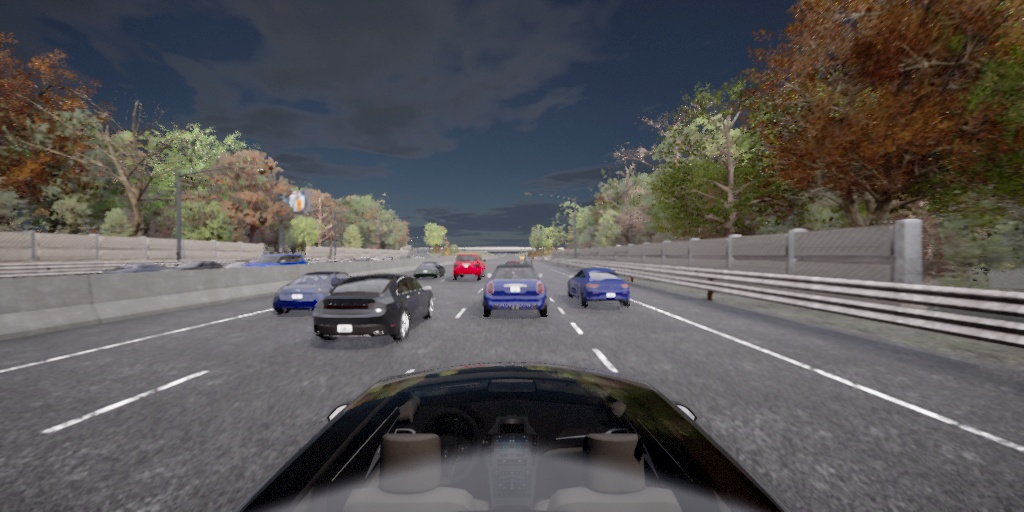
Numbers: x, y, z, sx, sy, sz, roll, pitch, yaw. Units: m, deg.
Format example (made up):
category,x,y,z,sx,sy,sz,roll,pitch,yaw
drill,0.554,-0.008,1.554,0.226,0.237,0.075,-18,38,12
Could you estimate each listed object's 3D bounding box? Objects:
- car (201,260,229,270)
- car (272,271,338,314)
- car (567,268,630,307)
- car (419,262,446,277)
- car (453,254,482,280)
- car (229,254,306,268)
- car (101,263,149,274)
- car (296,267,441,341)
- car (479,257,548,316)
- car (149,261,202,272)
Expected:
category,x,y,z,sx,sy,sz,roll,pitch,yaw
car,-21.091,1.155,27.923,1.812,1.442,4.674,0,0,0
car,-6.892,1.259,13.510,1.994,1.385,4.181,0,0,0
car,3.506,1.211,15.014,1.812,1.442,4.674,0,0,0
car,-6.886,1.181,30.494,1.994,1.385,4.181,0,0,0
car,-3.390,0.844,29.066,2.150,2.045,5.566,0,0,0
car,-17.589,0.857,26.675,2.150,2.045,5.566,0,0,0
car,-28.085,1.198,27.000,1.994,1.385,4.181,0,0,0
car,-3.399,1.217,9.705,1.837,1.490,4.892,0,0,0
car,0.103,1.047,13.301,2.097,1.767,4.553,0,0,0
car,-24.586,1.107,27.910,1.882,1.535,5.008,0,0,0
